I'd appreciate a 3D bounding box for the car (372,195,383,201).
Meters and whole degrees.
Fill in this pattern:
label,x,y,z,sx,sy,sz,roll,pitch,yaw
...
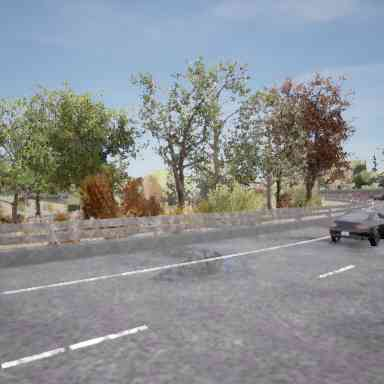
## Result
label,x,y,z,sx,sy,sz,roll,pitch,yaw
car,43.718,1.463,79.639,1.837,1.490,4.892,0,0,4

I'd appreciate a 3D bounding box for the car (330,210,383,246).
label,x,y,z,sx,sy,sz,roll,pitch,yaw
car,7.922,1.531,15.180,4.674,1.442,1.812,0,0,-44

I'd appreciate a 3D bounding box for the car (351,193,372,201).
label,x,y,z,sx,sy,sz,roll,pitch,yaw
car,40.243,1.192,80.068,2.150,2.045,5.566,0,0,4
